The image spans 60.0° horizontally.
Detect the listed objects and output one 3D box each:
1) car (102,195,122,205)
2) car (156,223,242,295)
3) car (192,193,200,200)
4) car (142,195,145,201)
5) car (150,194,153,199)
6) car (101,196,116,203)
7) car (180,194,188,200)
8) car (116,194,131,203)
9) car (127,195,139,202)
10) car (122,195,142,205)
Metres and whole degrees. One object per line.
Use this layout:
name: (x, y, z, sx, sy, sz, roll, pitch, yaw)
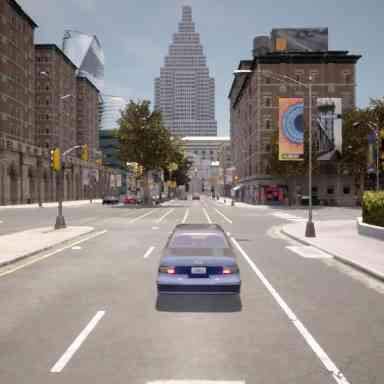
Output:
car: (-14.351, 1.601, 58.622, 1.895, 1.301, 4.718, 0, 0, 1)
car: (0.171, 1.547, 8.882, 2.033, 1.411, 5.357, 0, 0, 1)
car: (1.118, 1.350, 89.961, 2.097, 1.767, 4.553, 0, 0, 1)
car: (-10.640, 1.500, 69.600, 1.837, 1.490, 4.892, 0, 0, 1)
car: (-10.514, 1.355, 79.588, 2.097, 1.767, 4.553, 0, 0, 1)
car: (-17.387, 1.595, 69.776, 1.895, 1.301, 4.718, 0, 0, 1)
car: (-2.386, 1.540, 89.603, 2.033, 1.411, 5.357, 0, 0, 1)
car: (-14.151, 1.355, 68.729, 2.097, 1.767, 4.553, 0, 0, 1)
car: (-14.023, 1.478, 78.828, 1.882, 1.535, 5.008, 0, 0, 1)
car: (-10.832, 1.478, 59.804, 1.882, 1.535, 5.008, 0, 0, 1)
